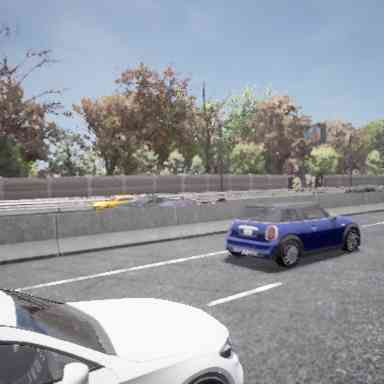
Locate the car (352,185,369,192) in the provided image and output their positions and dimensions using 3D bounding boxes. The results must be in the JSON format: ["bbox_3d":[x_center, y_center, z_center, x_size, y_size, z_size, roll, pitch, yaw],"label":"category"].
[{"bbox_3d":[27.973,-0.369,54.172,5.008,1.535,1.882,-3,1,-35],"label":"car"}]

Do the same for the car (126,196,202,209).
[{"bbox_3d":[-0.970,1.174,20.538,5.357,1.411,2.033,-2,1,-36],"label":"car"}]

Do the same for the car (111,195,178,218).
[{"bbox_3d":[-3.821,1.069,27.109,4.902,1.511,2.128,-2,1,-36],"label":"car"}]

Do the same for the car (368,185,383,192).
[{"bbox_3d":[29.422,-0.261,50.925,4.181,1.385,1.994,-2,1,-35],"label":"car"}]

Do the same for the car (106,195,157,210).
[{"bbox_3d":[-3.113,1.137,23.308,4.892,1.490,1.837,-2,1,-36],"label":"car"}]

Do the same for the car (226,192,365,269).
[{"bbox_3d":[3.265,1.057,10.407,4.553,1.767,2.097,-2,1,-36],"label":"car"}]

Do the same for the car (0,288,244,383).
[{"bbox_3d":[-1.708,1.528,2.528,4.674,1.442,1.812,-2,1,-36],"label":"car"}]

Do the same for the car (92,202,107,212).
[{"bbox_3d":[-6.353,1.078,29.599,5.008,1.535,1.882,-2,1,-36],"label":"car"}]
